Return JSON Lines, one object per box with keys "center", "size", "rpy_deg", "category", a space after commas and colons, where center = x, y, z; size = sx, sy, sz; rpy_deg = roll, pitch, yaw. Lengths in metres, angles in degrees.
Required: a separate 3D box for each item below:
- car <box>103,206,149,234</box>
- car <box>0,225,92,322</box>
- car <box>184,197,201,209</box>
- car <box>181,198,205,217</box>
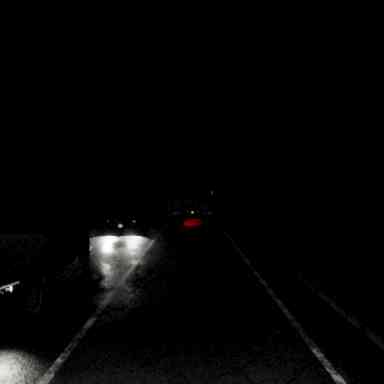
{"center": [-3.569, 1.482, 18.531], "size": [1.994, 1.385, 4.181], "rpy_deg": [0, 0, 0], "category": "car"}
{"center": [-3.598, 1.507, 7.324], "size": [1.812, 1.442, 4.674], "rpy_deg": [0, 0, 0], "category": "car"}
{"center": [0.123, 1.500, 45.242], "size": [2.128, 1.511, 4.902], "rpy_deg": [0, -1, 1], "category": "car"}
{"center": [0.055, 1.407, 29.554], "size": [1.837, 1.490, 4.892], "rpy_deg": [0, 0, 1], "category": "car"}
